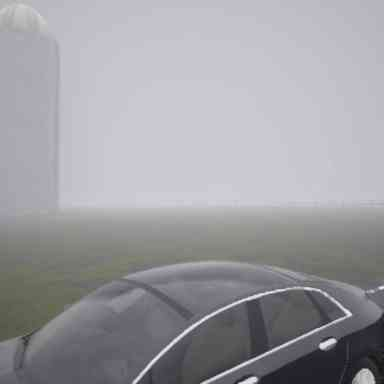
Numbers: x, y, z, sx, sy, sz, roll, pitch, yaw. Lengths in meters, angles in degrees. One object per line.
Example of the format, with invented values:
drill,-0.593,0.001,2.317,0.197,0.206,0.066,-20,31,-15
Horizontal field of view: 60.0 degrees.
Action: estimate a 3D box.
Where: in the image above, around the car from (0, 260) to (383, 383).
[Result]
car,-0.103,1.506,2.976,4.892,1.490,1.837,0,0,-35
